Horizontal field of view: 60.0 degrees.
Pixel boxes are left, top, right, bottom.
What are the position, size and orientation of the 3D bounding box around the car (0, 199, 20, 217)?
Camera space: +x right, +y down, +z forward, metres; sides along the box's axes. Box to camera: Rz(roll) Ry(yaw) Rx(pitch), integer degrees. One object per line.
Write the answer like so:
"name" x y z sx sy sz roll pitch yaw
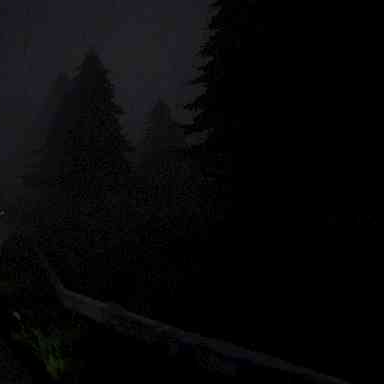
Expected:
"car" -17.816 1.625 31.974 1.837 1.490 4.892 -2 1 -21
